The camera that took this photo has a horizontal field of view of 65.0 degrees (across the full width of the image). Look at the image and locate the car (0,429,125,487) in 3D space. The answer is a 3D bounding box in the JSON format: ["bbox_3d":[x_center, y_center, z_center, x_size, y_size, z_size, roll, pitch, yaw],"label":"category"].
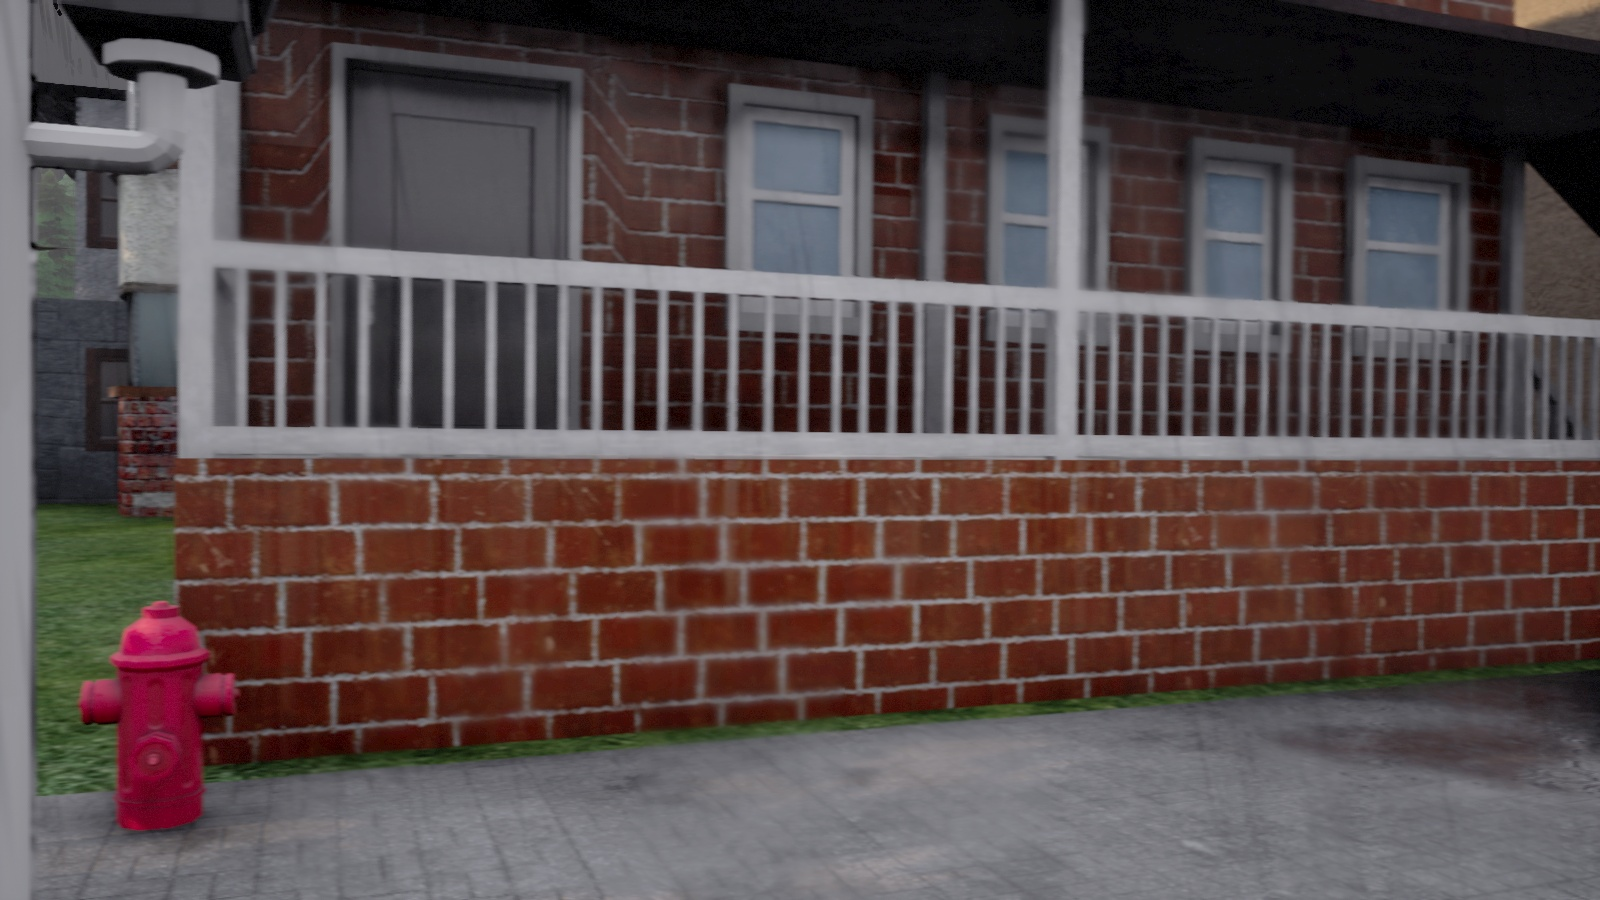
[{"bbox_3d":[-23.327,0.212,37.928,2.152,1.651,5.027,-1,1,20],"label":"car"}]
